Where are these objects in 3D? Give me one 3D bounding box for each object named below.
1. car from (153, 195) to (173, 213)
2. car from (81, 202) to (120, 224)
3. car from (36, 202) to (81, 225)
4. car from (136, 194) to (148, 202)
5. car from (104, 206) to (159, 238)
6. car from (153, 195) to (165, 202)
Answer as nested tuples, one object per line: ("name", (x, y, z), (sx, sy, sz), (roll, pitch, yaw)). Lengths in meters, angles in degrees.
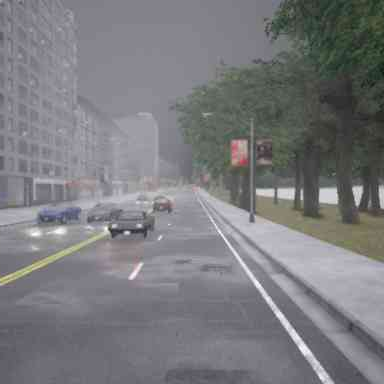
("car", (-3.141, 1.439, 36.406), (1.882, 1.535, 5.008), (0, 1, 0))
("car", (-6.593, 1.564, 25.485), (1.837, 1.490, 4.892), (0, 0, 0))
("car", (-9.844, 1.539, 25.001), (1.882, 1.535, 5.008), (0, 0, 0))
("car", (-9.744, 1.170, 65.554), (1.837, 1.490, 4.892), (0, 1, 0))
("car", (-3.145, 1.683, 18.372), (1.895, 1.301, 4.718), (0, 0, 0))
("car", (-6.491, 1.262, 65.950), (1.895, 1.301, 4.718), (0, 1, 0))
